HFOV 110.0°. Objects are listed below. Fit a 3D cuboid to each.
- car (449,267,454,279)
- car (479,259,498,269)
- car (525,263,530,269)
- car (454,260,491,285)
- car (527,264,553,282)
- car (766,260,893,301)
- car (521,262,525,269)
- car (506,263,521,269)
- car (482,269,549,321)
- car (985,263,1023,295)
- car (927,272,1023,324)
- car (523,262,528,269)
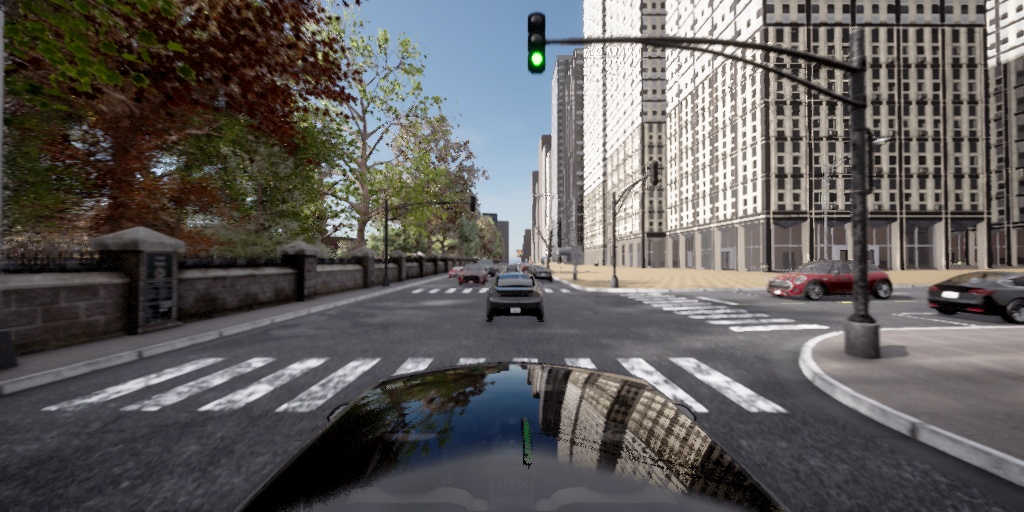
[{"bbox_3d":[-5.691,1.736,38.530,1.802,1.307,4.207,0,0,0],"label":"car"},{"bbox_3d":[-3.080,1.407,41.171,2.150,2.045,5.566,0,-1,0],"label":"car"},{"bbox_3d":[2.690,1.720,38.530,1.948,1.339,4.313,0,0,0],"label":"car"},{"bbox_3d":[-3.092,1.403,29.255,2.097,1.767,4.553,0,-1,0],"label":"car"},{"bbox_3d":[2.689,1.657,32.898,1.948,1.339,4.313,0,0,0],"label":"car"},{"bbox_3d":[14.081,0.998,16.126,4.553,1.767,2.097,-1,-1,-3],"label":"car"},{"bbox_3d":[2.691,1.959,61.059,1.888,1.381,4.507,0,0,0],"label":"car"},{"bbox_3d":[-0.001,1.890,59.740,2.128,1.511,4.902,0,-1,0],"label":"car"},{"bbox_3d":[0.102,1.377,12.995,1.837,1.490,4.892,0,-1,0],"label":"car"},{"bbox_3d":[25.379,1.002,16.178,5.357,1.411,2.033,-1,-1,0],"label":"car"},{"bbox_3d":[14.685,1.116,10.319,4.313,1.339,1.948,0,0,0],"label":"car"},{"bbox_3d":[2.690,1.783,44.162,1.948,1.339,4.313,0,0,0],"label":"car"}]
